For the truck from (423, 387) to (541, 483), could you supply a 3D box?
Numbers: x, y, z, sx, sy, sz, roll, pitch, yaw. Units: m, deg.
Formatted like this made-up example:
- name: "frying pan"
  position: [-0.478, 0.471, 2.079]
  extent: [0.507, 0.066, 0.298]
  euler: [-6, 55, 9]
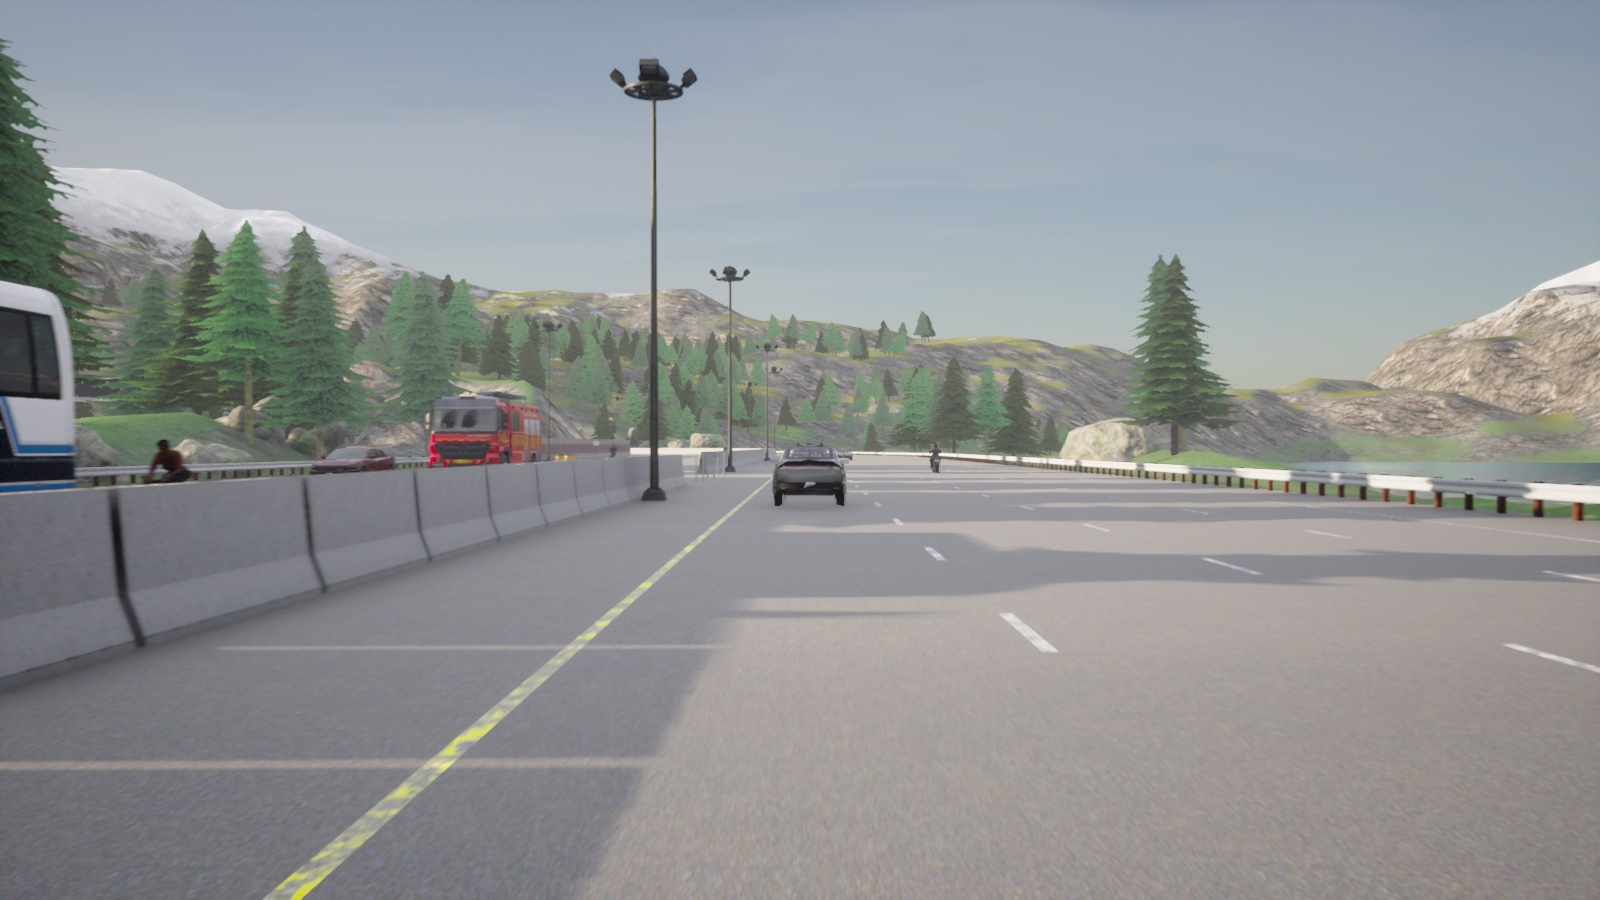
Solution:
- name: "truck"
  position: [-13.565, -0.591, 54.294]
  extent: [2.891, 3.827, 8.468]
  euler: [0, 0, 0]

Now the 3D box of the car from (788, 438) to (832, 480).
- name: "car"
  position: [0.466, 0.390, 58.274]
  extent: [1.932, 1.855, 4.605]
  euler: [0, 0, 0]

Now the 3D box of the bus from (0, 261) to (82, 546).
- name: "bus"
  position: [-13.892, -0.687, 15.670]
  extent: [3.944, 4.253, 10.273]
  euler: [0, 0, 0]

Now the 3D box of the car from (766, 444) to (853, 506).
- name: "car"
  position: [0.253, 0.603, 33.322]
  extent: [2.128, 1.511, 4.902]
  euler: [0, 0, 0]

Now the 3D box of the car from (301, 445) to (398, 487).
- name: "car"
  position: [-17.122, 0.567, 47.999]
  extent: [1.882, 1.535, 5.008]
  euler: [0, 0, 0]
